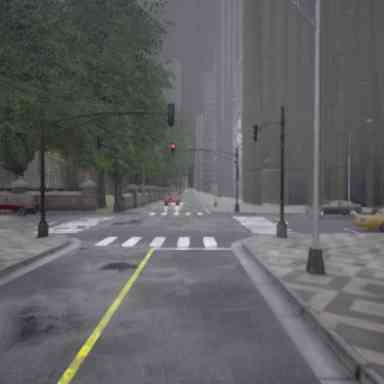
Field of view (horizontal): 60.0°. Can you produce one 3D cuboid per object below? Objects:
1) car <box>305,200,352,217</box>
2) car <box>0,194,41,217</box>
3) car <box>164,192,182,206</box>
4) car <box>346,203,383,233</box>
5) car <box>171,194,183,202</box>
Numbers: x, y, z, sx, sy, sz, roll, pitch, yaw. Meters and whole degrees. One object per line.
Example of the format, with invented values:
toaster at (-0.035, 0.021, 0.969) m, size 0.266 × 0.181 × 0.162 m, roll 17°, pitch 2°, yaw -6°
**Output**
car at (11.643, 1.343, 27.454) m, size 4.403 × 1.369 × 2.008 m, roll 0°, pitch 1°, yaw 0°
car at (-15.022, 1.084, 27.599) m, size 5.009 × 1.841 × 2.192 m, roll 0°, pitch 1°, yaw 0°
car at (-3.047, 0.996, 50.686) m, size 2.150 × 2.045 × 5.566 m, roll 0°, pitch 0°, yaw 0°
car at (11.773, 1.522, 18.930) m, size 4.829 × 1.417 × 1.752 m, roll 0°, pitch 1°, yaw 0°
car at (-2.991, 1.229, 67.468) m, size 2.128 × 1.511 × 4.902 m, roll 0°, pitch 0°, yaw 0°
